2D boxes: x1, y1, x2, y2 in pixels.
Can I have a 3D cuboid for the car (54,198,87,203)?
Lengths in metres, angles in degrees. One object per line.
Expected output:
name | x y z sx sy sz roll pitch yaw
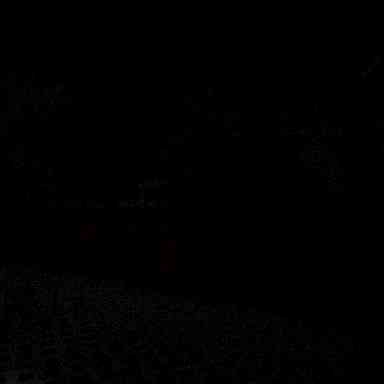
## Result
car | -12.360 1.684 32.736 2.150 2.045 5.566 -3 -2 22

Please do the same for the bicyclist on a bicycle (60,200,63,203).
bicyclist on a bicycle | -9.435 1.397 24.353 1.656 1.620 0.582 -3 -2 22
